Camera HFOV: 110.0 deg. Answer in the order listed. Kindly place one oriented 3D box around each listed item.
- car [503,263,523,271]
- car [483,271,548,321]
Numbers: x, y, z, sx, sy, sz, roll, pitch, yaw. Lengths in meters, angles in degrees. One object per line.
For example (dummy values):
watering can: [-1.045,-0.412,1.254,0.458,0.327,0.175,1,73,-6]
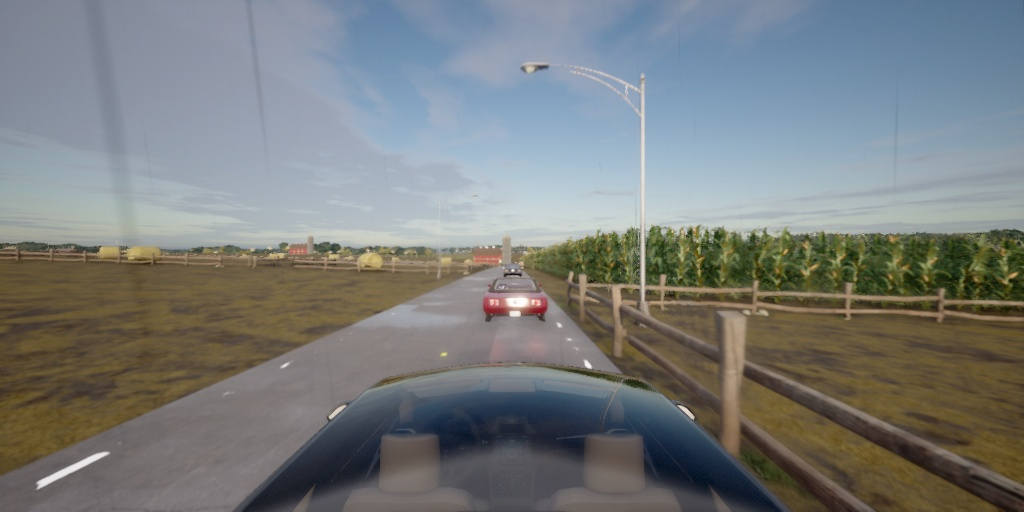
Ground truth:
car: [0.083,1.441,35.579,2.033,1.411,5.357,0,-1,0]
car: [0.095,1.362,12.417,1.895,1.301,4.718,0,0,0]
